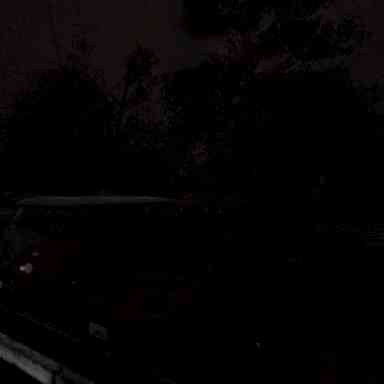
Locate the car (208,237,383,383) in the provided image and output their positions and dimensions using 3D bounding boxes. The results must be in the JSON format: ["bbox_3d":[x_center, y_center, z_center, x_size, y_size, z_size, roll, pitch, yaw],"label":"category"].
[{"bbox_3d":[2.447,1.491,4.720,2.163,1.488,4.792,2,1,35],"label":"car"}]

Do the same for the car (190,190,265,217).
[{"bbox_3d":[2.660,0.987,20.465,2.435,2.045,5.566,2,1,35],"label":"car"}]

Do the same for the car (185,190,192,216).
[{"bbox_3d":[0.470,0.917,21.975,2.435,2.045,5.566,2,1,35],"label":"car"}]

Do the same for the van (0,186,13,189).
[{"bbox_3d":[-22.365,0.282,37.911,1.878,1.987,4.442,2,1,35],"label":"van"}]

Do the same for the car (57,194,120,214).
[{"bbox_3d":[-8.669,0.923,28.350,2.163,1.488,4.792,2,1,35],"label":"car"}]

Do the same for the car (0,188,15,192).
[{"bbox_3d":[-15.666,0.697,32.918,1.946,1.575,5.366,2,1,35],"label":"car"}]

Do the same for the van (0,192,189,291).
[{"bbox_3d":[-2.211,1.088,7.827,1.878,1.987,4.442,2,1,35],"label":"van"}]

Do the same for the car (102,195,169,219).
[{"bbox_3d":[-4.104,1.028,25.159,2.097,1.535,5.008,2,1,35],"label":"car"}]

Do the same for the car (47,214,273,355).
[{"bbox_3d":[0.140,1.417,6.312,2.163,1.488,4.792,2,1,35],"label":"car"}]

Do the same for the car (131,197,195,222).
[{"bbox_3d":[-1.914,1.134,23.652,2.002,1.452,4.674,2,1,35],"label":"car"}]

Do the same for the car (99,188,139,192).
[{"bbox_3d":[-6.405,0.708,26.719,2.435,2.045,5.566,2,1,35],"label":"car"}]
